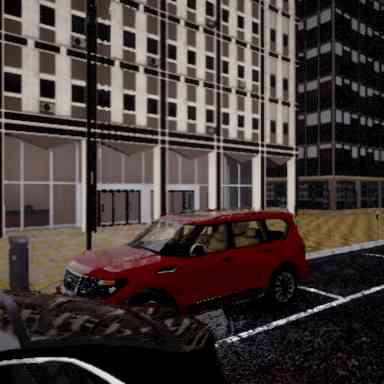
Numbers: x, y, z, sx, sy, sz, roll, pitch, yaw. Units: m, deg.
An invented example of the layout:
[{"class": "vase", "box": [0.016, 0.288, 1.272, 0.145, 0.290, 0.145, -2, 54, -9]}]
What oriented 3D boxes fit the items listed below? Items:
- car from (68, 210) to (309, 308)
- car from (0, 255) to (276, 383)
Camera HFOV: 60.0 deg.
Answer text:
[{"class": "car", "box": [0.144, 1.314, 6.385, 5.009, 1.841, 2.192, 0, 0, -36]}, {"class": "car", "box": [-1.948, 1.506, 1.690, 4.892, 1.490, 1.837, 0, 0, -36]}]
